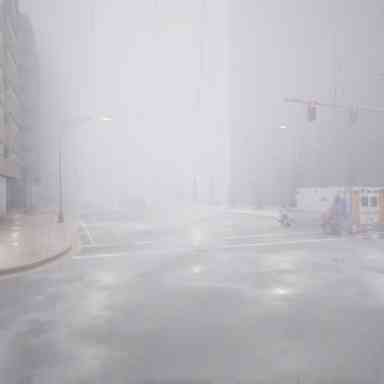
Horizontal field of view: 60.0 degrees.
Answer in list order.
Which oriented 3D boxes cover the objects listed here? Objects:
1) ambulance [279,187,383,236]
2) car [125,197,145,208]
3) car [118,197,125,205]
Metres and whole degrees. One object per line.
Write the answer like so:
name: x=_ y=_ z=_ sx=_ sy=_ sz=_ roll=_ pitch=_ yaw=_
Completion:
ambulance: x=7.359 y=0.996 z=18.398 sx=2.351 sy=2.431 sz=6.366 roll=-1 pitch=-1 yaw=-21
car: x=-8.328 y=1.561 z=50.153 sx=2.128 sy=1.511 sz=4.902 roll=0 pitch=0 yaw=-20
car: x=-12.031 y=1.570 z=59.836 sx=1.882 sy=1.535 sz=5.008 roll=0 pitch=0 yaw=-21
